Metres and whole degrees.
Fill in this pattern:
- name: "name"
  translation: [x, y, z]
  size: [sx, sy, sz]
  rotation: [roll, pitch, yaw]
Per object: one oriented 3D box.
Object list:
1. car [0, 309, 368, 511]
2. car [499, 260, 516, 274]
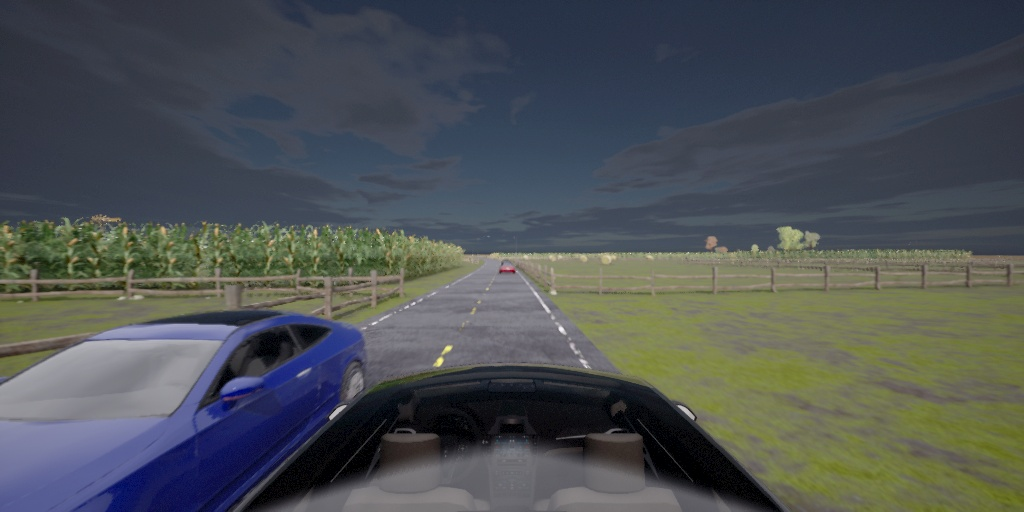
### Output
- name: "car"
  translation: [-2.839, 1.280, 3.130]
  size: [1.812, 1.442, 4.674]
  rotation: [0, 0, 0]
- name: "car"
  translation: [-0.559, 1.392, 43.095]
  size: [1.994, 1.385, 4.181]
  rotation: [0, 0, -2]
